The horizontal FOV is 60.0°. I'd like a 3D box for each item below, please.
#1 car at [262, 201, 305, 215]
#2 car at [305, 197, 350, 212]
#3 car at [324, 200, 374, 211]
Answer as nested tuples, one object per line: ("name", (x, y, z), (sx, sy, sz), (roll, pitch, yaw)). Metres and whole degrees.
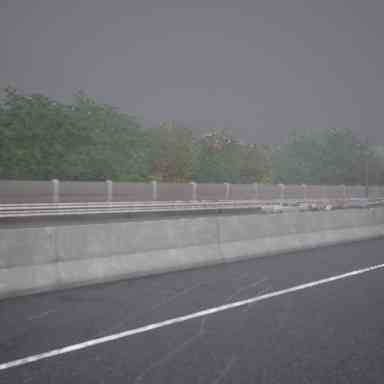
("car", (8.827, 1.565, 31.532), (4.718, 1.301, 1.895), (0, 0, -34))
("car", (12.760, 1.315, 29.975), (4.553, 1.767, 2.097), (0, 0, -34))
("car", (12.652, 1.569, 25.667), (4.718, 1.301, 1.895), (0, 0, -34))
